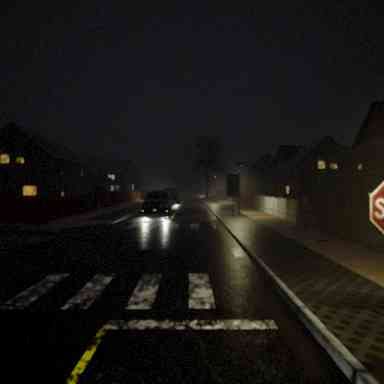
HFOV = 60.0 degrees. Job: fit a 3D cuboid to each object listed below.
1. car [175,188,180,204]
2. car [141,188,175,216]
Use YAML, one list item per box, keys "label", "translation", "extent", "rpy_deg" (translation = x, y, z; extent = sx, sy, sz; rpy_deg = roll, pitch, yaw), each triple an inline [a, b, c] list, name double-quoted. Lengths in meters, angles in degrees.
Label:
- label: "car"
  translation: [-2.851, 0.455, 45.499]
  extent: [2.150, 2.045, 5.566]
  rpy_deg: [0, 1, 0]
- label: "car"
  translation: [-2.812, 0.876, 27.677]
  extent: [2.150, 2.045, 5.566]
  rpy_deg: [0, 3, 0]
